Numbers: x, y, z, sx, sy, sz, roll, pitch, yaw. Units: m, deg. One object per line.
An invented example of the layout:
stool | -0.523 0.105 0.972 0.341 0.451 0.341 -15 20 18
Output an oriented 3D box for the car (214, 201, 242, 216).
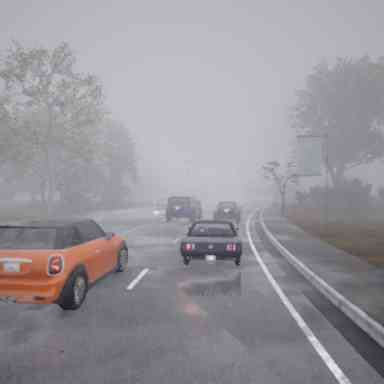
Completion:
car | 3.037 1.493 27.670 2.097 1.767 4.553 0 0 11

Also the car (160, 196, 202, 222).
car | -0.601 1.345 27.379 2.150 2.045 5.566 0 0 11

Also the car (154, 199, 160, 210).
car | -3.717 1.531 46.403 2.097 1.767 4.553 0 0 14

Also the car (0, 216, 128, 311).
car | -3.070 1.381 8.077 2.097 1.767 4.553 0 0 4

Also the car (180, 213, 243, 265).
car | 0.765 1.661 12.027 1.895 1.301 4.718 0 0 5

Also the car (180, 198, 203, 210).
car | -0.002 1.685 46.816 2.128 1.511 4.902 0 0 15
